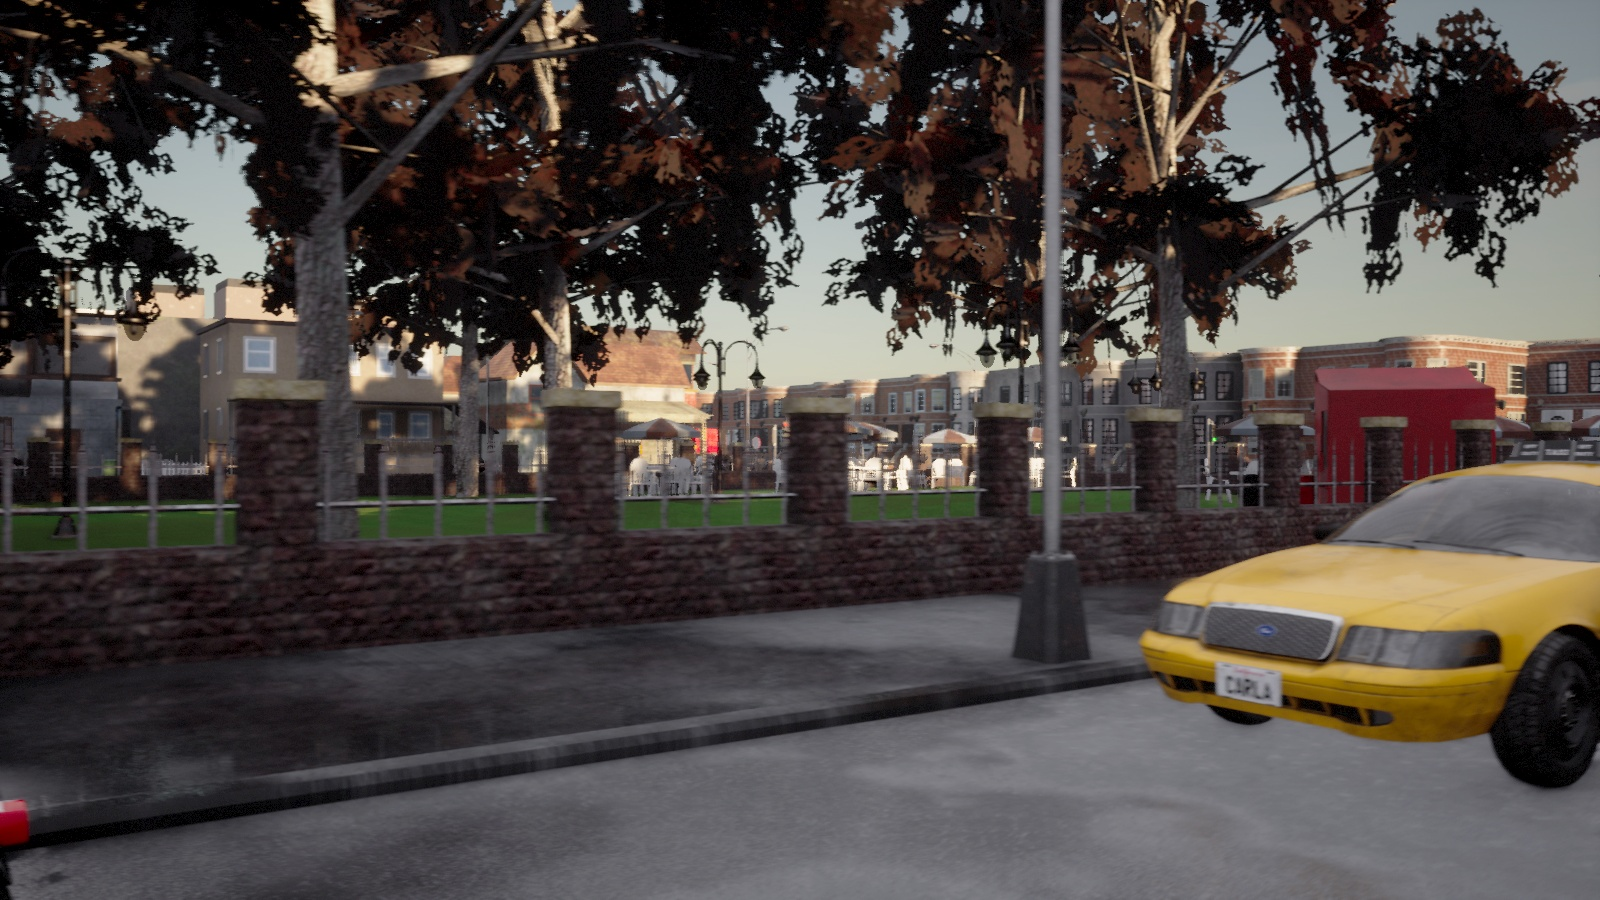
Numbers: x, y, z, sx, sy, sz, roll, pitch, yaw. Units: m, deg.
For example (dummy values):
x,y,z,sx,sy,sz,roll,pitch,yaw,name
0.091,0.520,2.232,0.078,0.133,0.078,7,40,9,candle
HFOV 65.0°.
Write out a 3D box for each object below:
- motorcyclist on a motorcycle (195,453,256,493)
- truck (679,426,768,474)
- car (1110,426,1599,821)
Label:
x,y,z,sx,sy,sz,roll,pitch,yaw,name
-22.313,0.894,48.768,2.044,1.523,0.797,0,0,-35,motorcyclist on a motorcycle
-5.784,0.005,93.569,2.891,3.462,7.936,0,0,-35,truck
4.315,0.692,7.273,5.366,1.575,1.801,0,0,-35,car
